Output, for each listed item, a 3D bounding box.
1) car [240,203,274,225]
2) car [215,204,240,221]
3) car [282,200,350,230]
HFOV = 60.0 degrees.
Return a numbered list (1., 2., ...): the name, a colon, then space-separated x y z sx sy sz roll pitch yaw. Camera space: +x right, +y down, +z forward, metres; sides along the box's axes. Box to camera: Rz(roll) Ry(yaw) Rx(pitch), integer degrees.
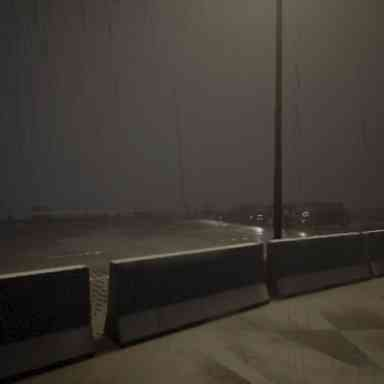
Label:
1. car: 6.274 1.552 24.542 4.892 1.490 1.837 0 0 -30
2. car: 4.534 1.641 27.579 5.357 1.411 2.033 0 0 -30
3. car: 8.040 1.337 21.519 4.553 1.767 2.097 0 0 -30
